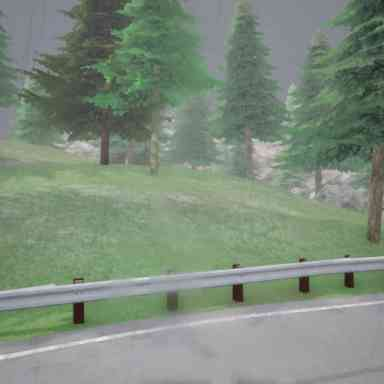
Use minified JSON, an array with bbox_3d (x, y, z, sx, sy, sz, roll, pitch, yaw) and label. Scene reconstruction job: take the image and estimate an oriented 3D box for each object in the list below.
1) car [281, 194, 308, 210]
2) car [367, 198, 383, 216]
[{"bbox_3d":[13.087,1.237,43.316,2.150,2.045,5.566,0,0,-23],"label":"car"},{"bbox_3d":[16.348,1.366,31.784,2.097,1.767,4.553,0,0,-15],"label":"car"}]
